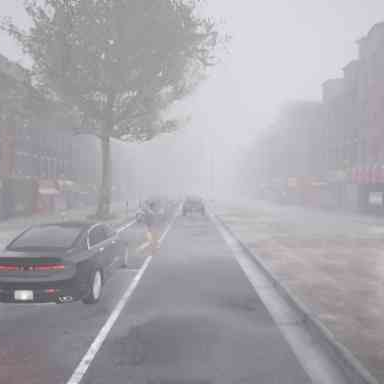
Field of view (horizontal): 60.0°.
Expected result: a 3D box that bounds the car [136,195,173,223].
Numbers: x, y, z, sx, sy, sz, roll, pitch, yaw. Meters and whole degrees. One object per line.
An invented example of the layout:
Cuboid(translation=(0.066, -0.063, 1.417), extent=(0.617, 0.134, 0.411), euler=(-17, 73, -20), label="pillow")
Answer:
Cuboid(translation=(-2.599, 1.184, 22.594), extent=(1.967, 1.590, 4.097), euler=(-1, 1, 0), label="car")

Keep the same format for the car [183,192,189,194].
Cuboid(translation=(0.179, 1.088, 44.554), extent=(2.128, 1.511, 4.902), euler=(0, 0, 1), label="car")

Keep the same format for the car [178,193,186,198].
Cuboid(translation=(-2.469, 0.839, 83.468), extent=(1.802, 1.307, 4.206), euler=(-1, 1, 0), label="car")

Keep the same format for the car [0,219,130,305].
Cuboid(translation=(-2.732, 1.403, 7.835), extent=(1.837, 1.490, 4.892), euler=(0, 1, 0), label="car")

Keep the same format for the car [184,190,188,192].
Cuboid(translation=(-2.481, 0.864, 77.932), extent=(1.887, 1.381, 4.507), euler=(-1, 1, 0), label="car")

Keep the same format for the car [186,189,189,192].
Cuboid(translation=(-2.446, 0.675, 94.534), extent=(1.887, 1.381, 4.507), euler=(-1, 1, 0), label="car")

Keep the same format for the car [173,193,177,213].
Cuboid(translation=(-2.588, 1.139, 28.125), extent=(1.967, 1.590, 4.097), euler=(-1, 0, 0), label="car")

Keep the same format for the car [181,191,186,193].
Cuboid(translation=(-2.531, 0.966, 55.791), extent=(1.967, 1.590, 4.097), euler=(-1, 0, 0), label="car")

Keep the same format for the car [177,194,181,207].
Cuboid(translation=(-2.565, 1.212, 39.189), extent=(1.802, 1.307, 4.206), euler=(-1, 0, 0), label="car")

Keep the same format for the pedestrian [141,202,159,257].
Cuboid(translation=(-1.358, 1.156, 10.769), extent=(0.375, 1.860, 0.375), euler=(1, 1, 0), label="pedestrian")

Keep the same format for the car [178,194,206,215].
Cuboid(translation=(0.159, 1.183, 29.171), extent=(2.128, 1.511, 4.902), euler=(0, 0, 0), label="car")
